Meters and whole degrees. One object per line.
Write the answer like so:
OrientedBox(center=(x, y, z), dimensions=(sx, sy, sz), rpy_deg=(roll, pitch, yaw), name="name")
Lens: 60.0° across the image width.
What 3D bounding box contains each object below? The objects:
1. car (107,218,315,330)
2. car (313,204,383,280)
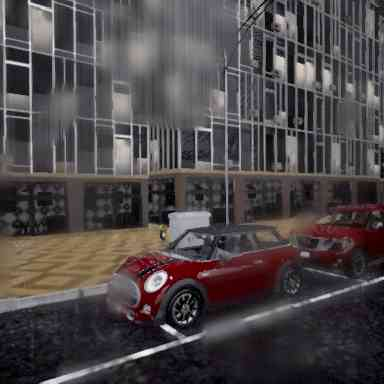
OrientedBox(center=(0.363, 1.436, 6.829), dimensions=(4.097, 1.590, 1.967), rpy_deg=(0, -1, -35), name="car")
OrientedBox(center=(4.989, 1.310, 10.130), dimensions=(5.009, 1.841, 2.192), rpy_deg=(0, -1, -35), name="car")
